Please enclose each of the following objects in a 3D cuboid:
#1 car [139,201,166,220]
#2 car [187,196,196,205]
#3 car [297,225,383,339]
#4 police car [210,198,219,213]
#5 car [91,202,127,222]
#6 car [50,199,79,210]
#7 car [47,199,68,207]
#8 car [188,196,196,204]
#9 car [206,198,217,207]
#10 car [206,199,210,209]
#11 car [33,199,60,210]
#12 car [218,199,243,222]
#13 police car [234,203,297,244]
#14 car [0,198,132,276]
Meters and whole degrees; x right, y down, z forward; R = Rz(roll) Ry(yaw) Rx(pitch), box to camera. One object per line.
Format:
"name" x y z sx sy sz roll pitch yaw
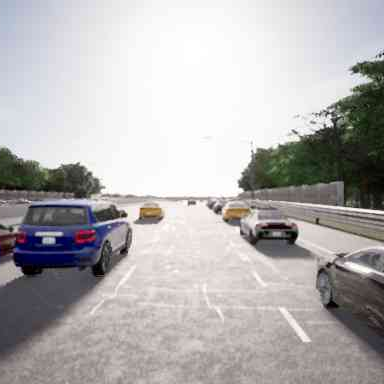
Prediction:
"car" -3.402 1.543 28.987 1.882 1.535 5.008 0 0 0
"car" -0.013 2.063 69.768 1.895 1.301 4.718 0 -1 0
"car" 3.499 1.509 5.092 2.128 1.511 4.902 0 0 0
"police car" 3.497 1.625 38.143 2.038 1.542 4.974 0 -1 0
"car" -6.902 1.626 28.084 1.994 1.385 4.181 0 0 0
"car" -17.575 1.693 46.214 2.128 1.511 4.902 0 -1 0
"car" -24.514 1.969 60.721 1.994 1.385 4.181 0 -1 0
"car" -0.012 2.026 87.880 2.150 2.045 5.566 0 -1 0
"car" 3.496 1.857 60.359 1.801 1.575 5.366 0 -1 0
"car" 3.496 1.737 49.187 2.163 1.488 4.792 0 -1 0
"car" -21.069 1.731 48.420 1.837 1.490 4.892 0 -1 0
"car" 3.498 1.536 27.125 1.882 1.535 5.008 0 0 0
"police car" 3.499 1.544 16.107 2.038 1.542 4.974 0 0 0
"car" -3.401 1.251 10.584 2.150 2.045 5.566 0 0 0
